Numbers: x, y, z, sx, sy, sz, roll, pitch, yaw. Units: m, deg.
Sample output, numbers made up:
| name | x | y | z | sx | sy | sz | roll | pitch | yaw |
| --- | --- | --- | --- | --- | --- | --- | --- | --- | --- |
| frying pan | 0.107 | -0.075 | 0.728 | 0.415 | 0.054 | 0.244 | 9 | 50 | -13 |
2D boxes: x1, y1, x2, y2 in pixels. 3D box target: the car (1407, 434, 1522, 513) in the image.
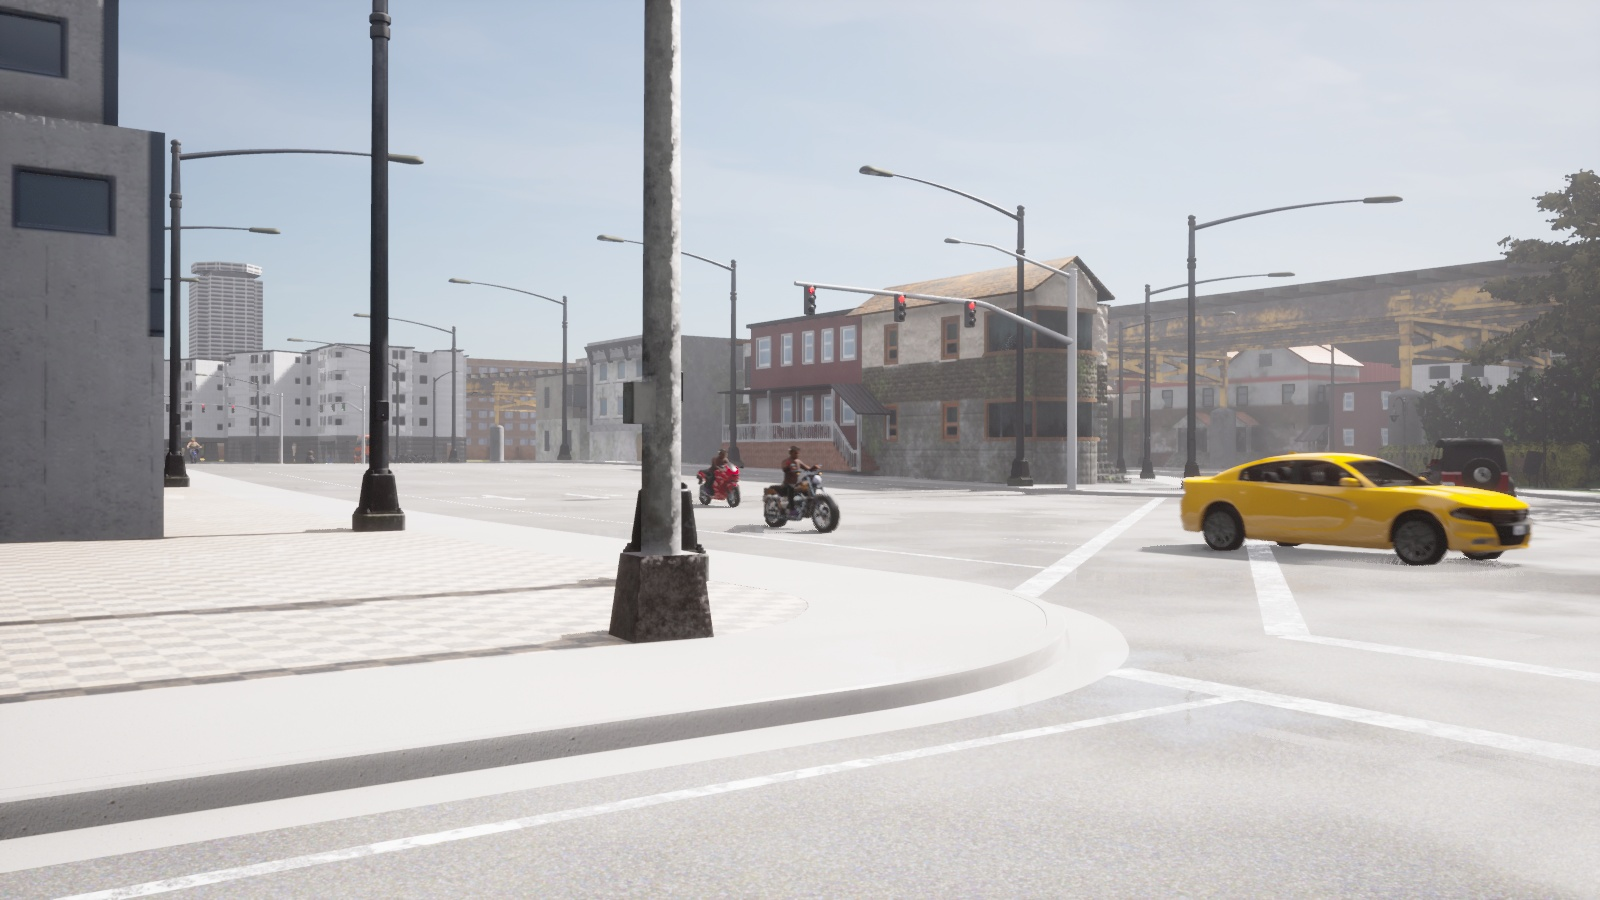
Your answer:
| name | x | y | z | sx | sy | sz | roll | pitch | yaw |
| --- | --- | --- | --- | --- | --- | --- | --- | --- | --- |
| car | 16.918 | 0.568 | 32.174 | 1.905 | 1.878 | 3.866 | 0 | 0 | 17 |

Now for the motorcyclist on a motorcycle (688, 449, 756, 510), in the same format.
| name | x | y | z | sx | sy | sz | roll | pitch | yaw |
| --- | --- | --- | --- | --- | --- | --- | --- | --- | --- |
| motorcyclist on a motorcycle | -2.048 | 0.739 | 32.741 | 0.797 | 1.523 | 2.044 | 0 | 0 | -35 |

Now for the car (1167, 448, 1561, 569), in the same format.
| name | x | y | z | sx | sy | sz | roll | pitch | yaw |
| --- | --- | --- | --- | --- | --- | --- | --- | --- | --- |
| car | 8.056 | 0.751 | 18.463 | 1.882 | 1.535 | 5.008 | 0 | 0 | -35 |

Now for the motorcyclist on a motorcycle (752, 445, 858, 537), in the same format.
| name | x | y | z | sx | sy | sz | roll | pitch | yaw |
| --- | --- | --- | --- | --- | --- | --- | --- | --- | --- |
| motorcyclist on a motorcycle | 0.060 | 0.725 | 23.703 | 0.766 | 1.649 | 2.350 | 0 | 0 | -35 |
